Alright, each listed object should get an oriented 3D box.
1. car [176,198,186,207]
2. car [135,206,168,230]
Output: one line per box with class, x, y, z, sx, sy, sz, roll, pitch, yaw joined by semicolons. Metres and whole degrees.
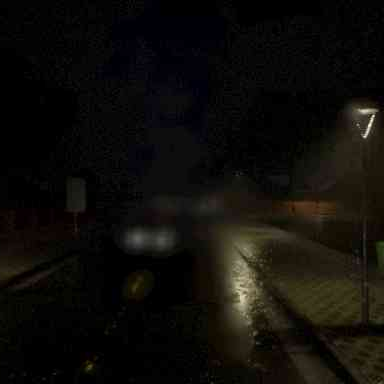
car;-2.750;2.483;80.944;2.150;2.045;5.566;0;-1;0
car;-2.805;1.811;23.923;1.882;1.535;5.008;0;-1;0
